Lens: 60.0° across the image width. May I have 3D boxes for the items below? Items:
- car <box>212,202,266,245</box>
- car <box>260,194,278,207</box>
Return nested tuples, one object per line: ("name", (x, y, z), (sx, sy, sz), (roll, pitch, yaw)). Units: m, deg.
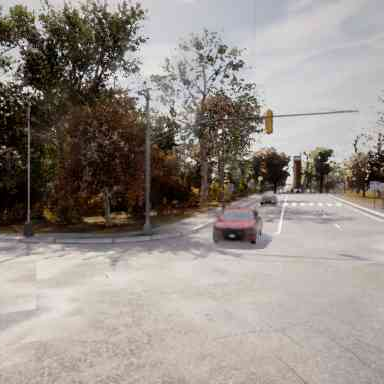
("car", (2.296, 1.480, 15.938), (1.882, 1.535, 5.008), (0, 1, 16))
("car", (9.411, 0.984, 40.530), (1.994, 1.385, 4.181), (0, 2, 16))
